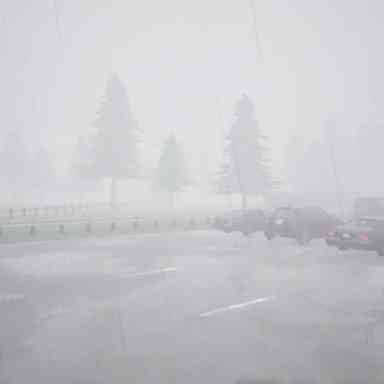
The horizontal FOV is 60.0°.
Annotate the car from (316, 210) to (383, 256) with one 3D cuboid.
[{"bbox_3d":[7.707,1.676,13.680,5.357,1.411,2.033,1,0,-36],"label":"car"}]

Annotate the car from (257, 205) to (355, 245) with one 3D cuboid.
[{"bbox_3d":[5.751,1.479,16.583,4.553,1.767,2.097,1,-1,-35],"label":"car"}]

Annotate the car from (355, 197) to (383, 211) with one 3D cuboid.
[{"bbox_3d":[15.874,1.482,28.120,5.566,2.045,2.150,0,0,-36],"label":"car"}]

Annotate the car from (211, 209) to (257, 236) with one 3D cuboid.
[{"bbox_3d":[3.637,1.676,19.375,5.357,1.411,2.033,1,0,-36],"label":"car"}]
